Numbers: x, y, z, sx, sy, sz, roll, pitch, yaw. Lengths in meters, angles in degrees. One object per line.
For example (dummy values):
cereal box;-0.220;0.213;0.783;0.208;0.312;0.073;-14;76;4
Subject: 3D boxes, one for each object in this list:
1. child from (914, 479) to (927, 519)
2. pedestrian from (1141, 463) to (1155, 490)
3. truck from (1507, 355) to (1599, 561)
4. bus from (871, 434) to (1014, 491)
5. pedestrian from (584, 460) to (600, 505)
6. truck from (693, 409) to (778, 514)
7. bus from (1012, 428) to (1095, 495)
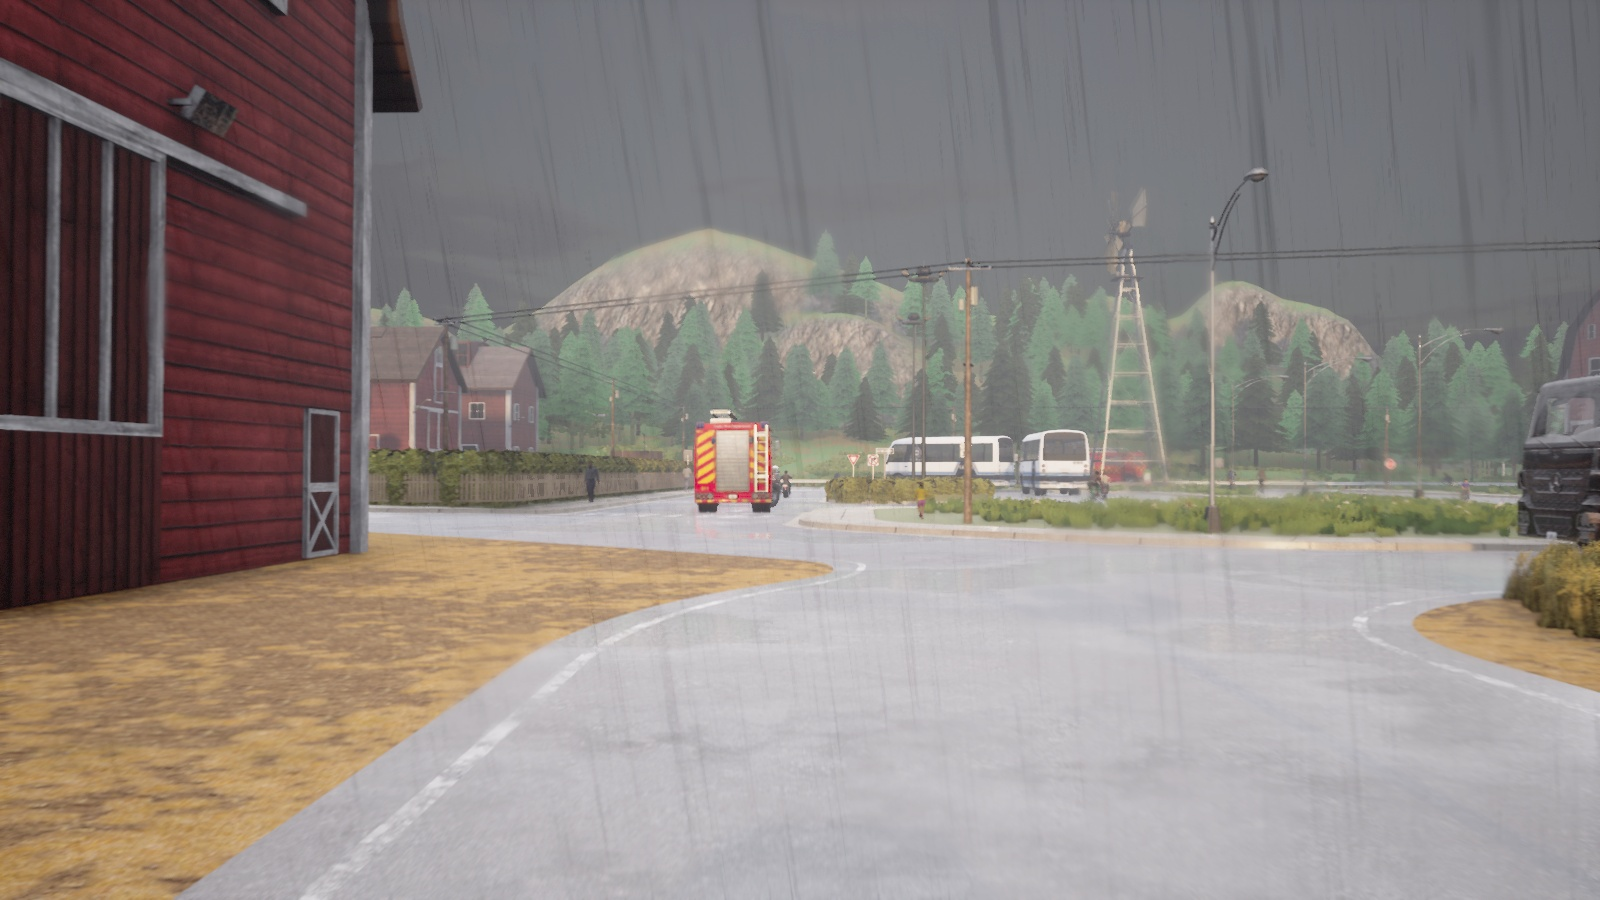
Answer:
child;3.507;1.413;36.442;0.299;1.160;0.473;0;-1;-3
pedestrian;24.946;1.877;90.071;0.659;1.952;0.873;0;-1;-11
truck;17.426;0.137;22.356;7.936;3.462;2.891;0;-1;3
bus;10.978;1.021;97.164;10.273;4.253;3.944;-1;-1;34
pedestrian;-9.025;1.417;54.393;0.423;1.949;0.788;0;-1;12
truck;-2.447;0.507;50.634;2.891;3.827;8.468;-1;-1;0
bus;17.102;0.802;85.558;3.944;4.253;10.273;0;-1;2
